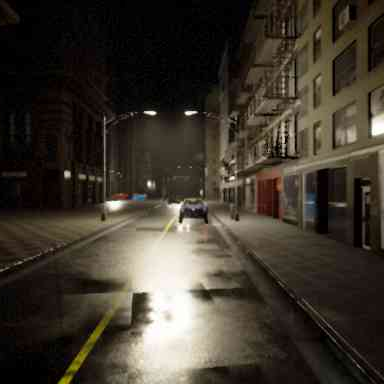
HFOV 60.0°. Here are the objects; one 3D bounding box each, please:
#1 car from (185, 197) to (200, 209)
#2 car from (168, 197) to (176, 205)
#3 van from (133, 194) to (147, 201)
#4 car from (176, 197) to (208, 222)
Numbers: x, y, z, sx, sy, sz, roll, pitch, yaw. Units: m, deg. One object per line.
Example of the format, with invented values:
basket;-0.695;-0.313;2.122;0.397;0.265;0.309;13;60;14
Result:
car;0.112;1.423;44.239;1.882;1.535;5.008;0;0;0
car;-3.036;1.531;56.988;2.033;1.411;5.357;0;0;1
van;-14.704;1.498;94.054;3.998;1.788;1.690;0;0;-1
car;0.110;1.279;25.353;2.097;1.767;4.553;0;0;0
